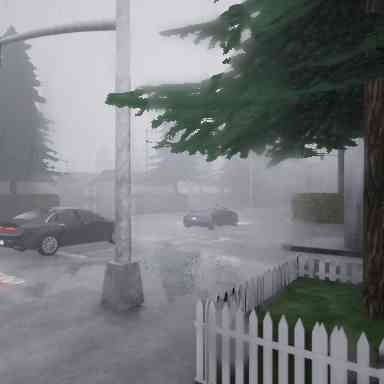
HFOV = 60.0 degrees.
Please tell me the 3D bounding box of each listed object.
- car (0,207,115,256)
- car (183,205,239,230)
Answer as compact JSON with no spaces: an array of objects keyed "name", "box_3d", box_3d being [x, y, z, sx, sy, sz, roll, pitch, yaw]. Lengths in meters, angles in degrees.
[{"name":"car","box_3d":[-4.508,1.313,12.325,1.837,1.490,4.892,0,0,35]},{"name":"car","box_3d":[1.263,1.468,20.668,1.994,1.385,4.181,1,1,35]}]
